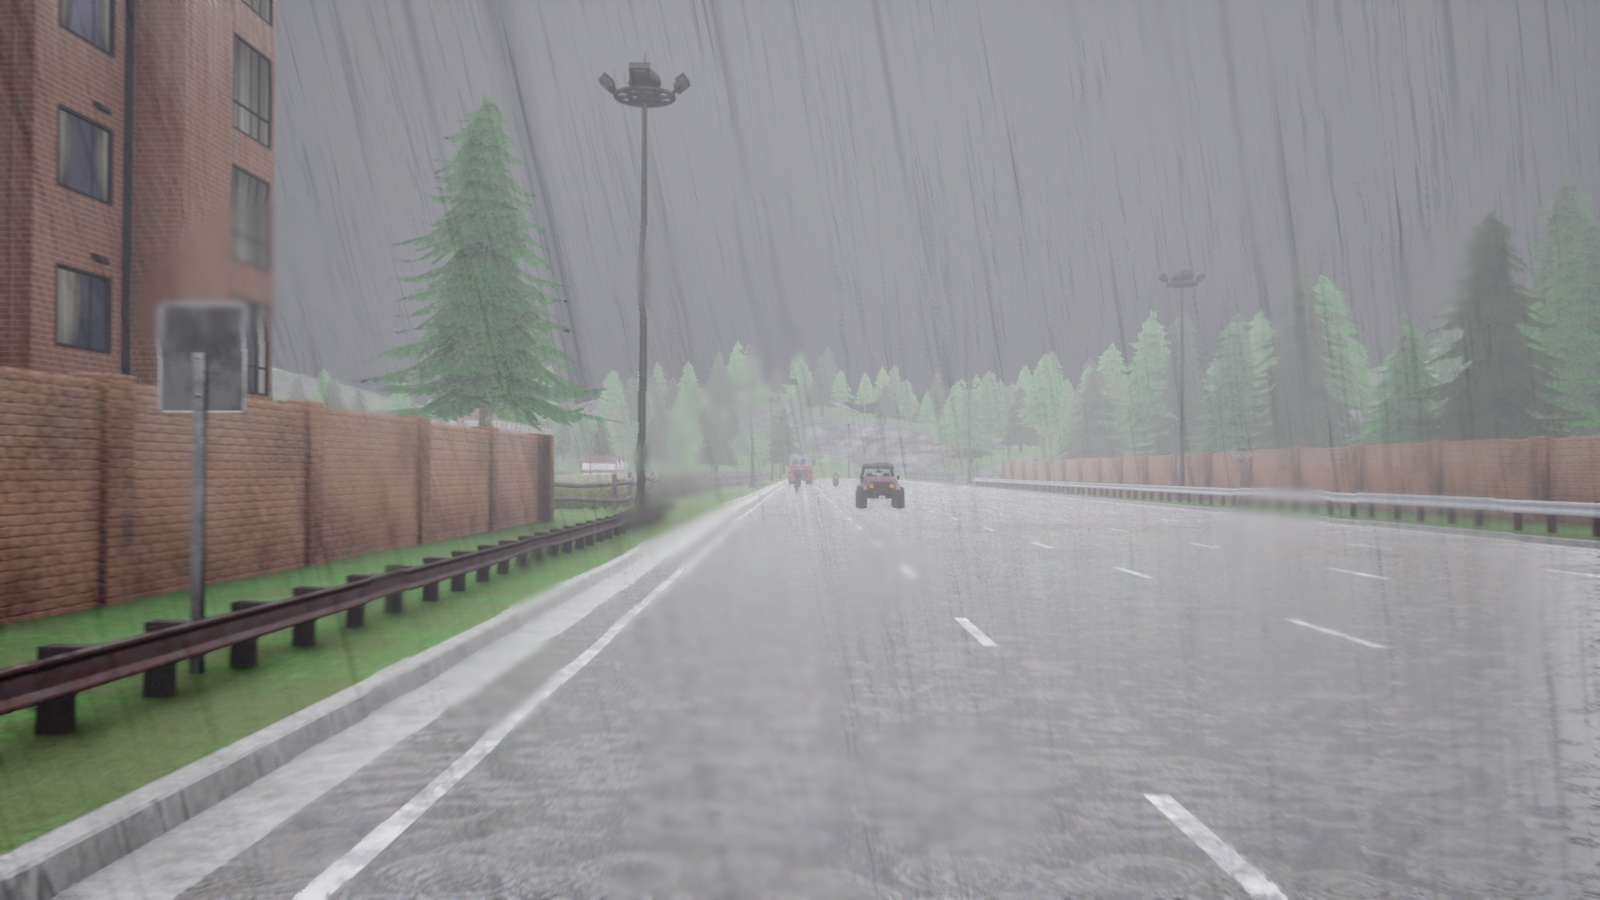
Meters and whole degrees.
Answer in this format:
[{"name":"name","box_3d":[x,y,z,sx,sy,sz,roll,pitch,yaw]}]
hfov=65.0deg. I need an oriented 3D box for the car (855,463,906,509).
[{"name":"car","box_3d":[3.370,1.485,53.096,1.905,1.878,3.866,0,-1,0]}]
